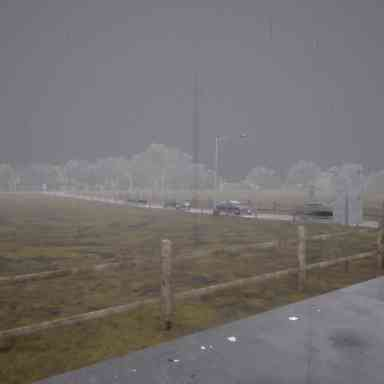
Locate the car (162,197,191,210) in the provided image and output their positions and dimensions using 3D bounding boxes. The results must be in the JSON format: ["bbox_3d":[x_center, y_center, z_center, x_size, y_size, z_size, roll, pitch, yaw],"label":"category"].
[{"bbox_3d":[-1.968,1.394,42.109,2.128,1.511,4.902,1,0,-36],"label":"car"}]

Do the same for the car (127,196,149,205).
[{"bbox_3d":[-8.458,1.307,51.232,1.895,1.301,4.718,1,1,-35],"label":"car"}]

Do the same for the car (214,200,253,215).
[{"bbox_3d":[4.082,1.519,33.668,1.812,1.442,4.674,1,-1,-36],"label":"car"}]

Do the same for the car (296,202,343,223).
[{"bbox_3d":[10.200,1.486,25.026,2.128,1.511,4.902,1,-1,-34],"label":"car"}]
